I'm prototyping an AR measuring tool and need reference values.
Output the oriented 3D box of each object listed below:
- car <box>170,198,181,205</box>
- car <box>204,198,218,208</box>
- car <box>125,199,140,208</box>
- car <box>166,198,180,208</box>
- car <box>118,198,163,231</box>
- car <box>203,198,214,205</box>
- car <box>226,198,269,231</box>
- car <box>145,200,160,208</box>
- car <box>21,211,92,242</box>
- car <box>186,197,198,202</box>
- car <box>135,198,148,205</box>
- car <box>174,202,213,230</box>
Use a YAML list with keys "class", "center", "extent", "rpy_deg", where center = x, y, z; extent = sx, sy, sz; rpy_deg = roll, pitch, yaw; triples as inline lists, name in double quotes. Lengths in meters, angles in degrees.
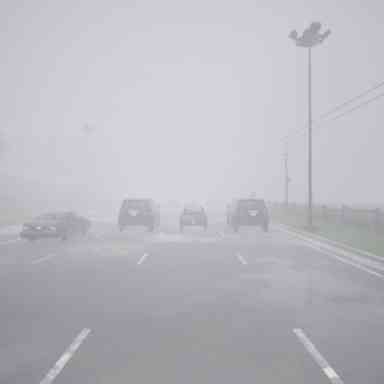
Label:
- class: "car"
  center: [-3.501, 2.023, 69.503]
  extent: [2.033, 1.411, 5.357]
  rpy_deg: [0, -1, 0]
- class: "car"
  center: [3.499, 2.031, 59.082]
  extent: [1.882, 1.535, 5.008]
  rpy_deg: [0, -1, 0]
- class: "car"
  center: [-10.501, 2.032, 59.112]
  extent: [1.882, 1.535, 5.008]
  rpy_deg: [0, -1, 0]
- class: "car"
  center: [-3.501, 2.058, 59.082]
  extent: [1.837, 1.490, 4.892]
  rpy_deg: [0, -1, 0]
- class: "car"
  center: [-3.401, 1.430, 22.145]
  extent: [2.150, 2.045, 5.566]
  rpy_deg: [0, -1, 0]
- class: "car"
  center: [3.499, 2.023, 69.503]
  extent: [2.033, 1.411, 5.357]
  rpy_deg: [0, -1, 0]
- class: "car"
  center: [3.599, 1.430, 22.199]
  extent: [2.150, 2.045, 5.566]
  rpy_deg: [0, -1, 0]
- class: "car"
  center: [-7.001, 2.101, 59.082]
  extent: [2.033, 1.411, 5.357]
  rpy_deg: [0, -1, 0]
- class: "car"
  center: [-6.901, 1.713, 17.505]
  extent: [2.033, 1.411, 5.357]
  rpy_deg: [0, -1, 0]
- class: "car"
  center: [-0.001, 2.031, 59.082]
  extent: [1.882, 1.535, 5.008]
  rpy_deg: [0, -1, 0]
- class: "car"
  center: [-10.501, 2.024, 69.533]
  extent: [2.033, 1.411, 5.357]
  rpy_deg: [0, -1, 0]
- class: "car"
  center: [0.101, 1.707, 22.961]
  extent: [2.128, 1.511, 4.902]
  rpy_deg: [0, -1, 0]
